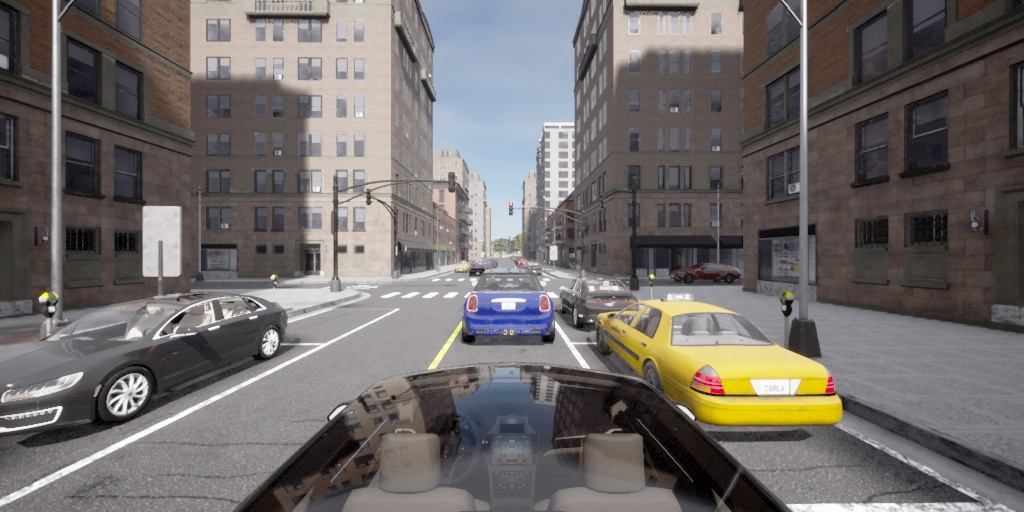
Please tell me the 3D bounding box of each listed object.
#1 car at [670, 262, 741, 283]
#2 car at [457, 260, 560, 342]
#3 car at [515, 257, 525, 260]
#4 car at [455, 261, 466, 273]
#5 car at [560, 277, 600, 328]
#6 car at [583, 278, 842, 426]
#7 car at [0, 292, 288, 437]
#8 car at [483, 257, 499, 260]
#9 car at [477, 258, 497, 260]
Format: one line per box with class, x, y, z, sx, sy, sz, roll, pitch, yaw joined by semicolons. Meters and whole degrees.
car;13.930;1.183;25.907;4.674;1.442;1.812;0;0;1
car;-0.085;1.100;9.884;2.097;1.767;4.553;0;0;0
car;1.925;1.174;60.729;1.967;1.591;4.097;0;0;-1
car;-5.889;1.266;43.415;1.751;1.417;4.829;0;0;-1
car;2.533;1.299;11.130;2.007;1.370;4.403;0;0;-1
car;2.602;1.274;5.894;1.751;1.417;4.829;0;0;-1
car;-5.429;1.300;5.625;2.007;1.370;4.403;0;0;-1
car;-3.497;1.300;56.270;1.994;1.385;4.181;0;0;-1
car;-3.380;1.288;46.264;2.033;1.411;5.357;0;0;0
